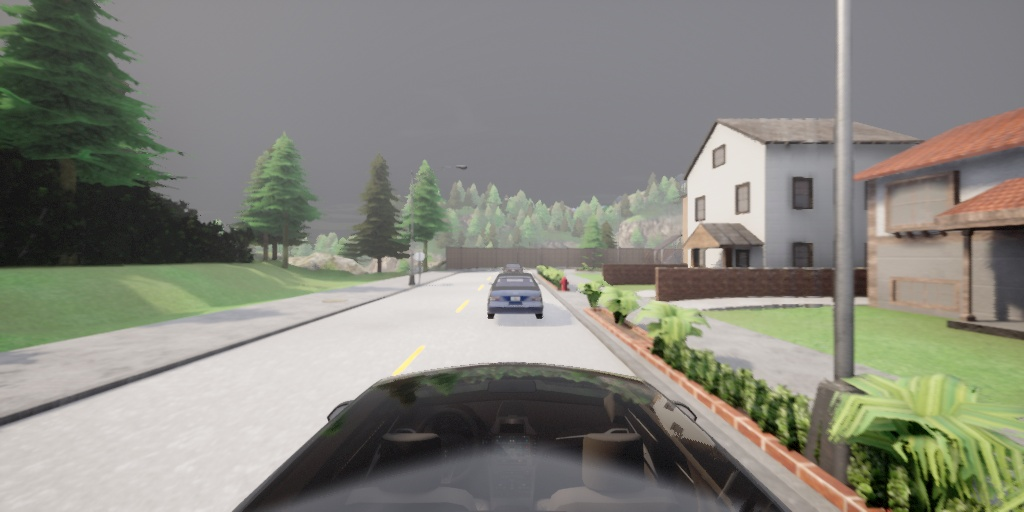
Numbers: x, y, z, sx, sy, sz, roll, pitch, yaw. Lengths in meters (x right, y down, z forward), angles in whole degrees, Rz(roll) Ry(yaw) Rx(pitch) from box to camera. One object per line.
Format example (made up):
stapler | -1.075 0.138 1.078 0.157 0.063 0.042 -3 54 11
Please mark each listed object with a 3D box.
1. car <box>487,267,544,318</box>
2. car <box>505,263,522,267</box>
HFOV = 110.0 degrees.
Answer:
car | 0.101 1.297 13.010 2.033 1.411 5.357 0 0 0
car | 0.100 1.297 32.473 2.033 1.411 5.357 0 0 0
